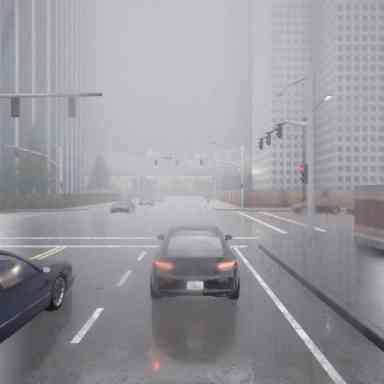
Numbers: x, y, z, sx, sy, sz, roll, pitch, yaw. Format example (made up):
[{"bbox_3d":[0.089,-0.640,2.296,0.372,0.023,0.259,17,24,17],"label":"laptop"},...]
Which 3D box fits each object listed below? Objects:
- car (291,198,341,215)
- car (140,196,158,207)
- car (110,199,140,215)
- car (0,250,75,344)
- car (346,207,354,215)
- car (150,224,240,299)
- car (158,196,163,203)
[{"bbox_3d":[12.383,1.352,33.512,4.553,1.767,2.097,0,0,0],"label":"car"},{"bbox_3d":[-7.140,1.491,52.275,2.128,1.511,4.902,0,0,0],"label":"car"},{"bbox_3d":[-7.132,1.547,34.891,2.033,1.411,5.357,0,0,0],"label":"car"},{"bbox_3d":[-3.445,1.547,4.713,2.033,1.411,5.357,0,0,1],"label":"car"},{"bbox_3d":[16.856,1.547,29.994,5.357,1.411,2.033,0,0,0],"label":"car"},{"bbox_3d":[0.070,1.526,8.309,1.812,1.442,4.674,0,0,0],"label":"car"},{"bbox_3d":[-7.068,1.501,67.839,2.128,1.511,4.902,0,0,0],"label":"car"}]
